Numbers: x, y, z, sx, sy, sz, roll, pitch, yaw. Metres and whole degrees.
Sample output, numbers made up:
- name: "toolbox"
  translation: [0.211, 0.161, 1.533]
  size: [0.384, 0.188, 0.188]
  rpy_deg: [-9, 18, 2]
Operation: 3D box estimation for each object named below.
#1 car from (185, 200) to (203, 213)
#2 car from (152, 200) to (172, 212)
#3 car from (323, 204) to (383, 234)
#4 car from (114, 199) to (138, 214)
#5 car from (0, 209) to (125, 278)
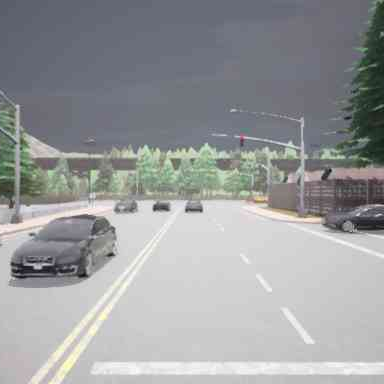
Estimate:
- name: "car"
  translation: [0.219, 1.549, 37.040]
  size: [1.994, 1.385, 4.181]
  rpy_deg: [0, 0, 0]
- name: "car"
  translation: [-3.429, 1.585, 38.184]
  size: [1.895, 1.301, 4.718]
  rpy_deg: [0, 0, 1]
- name: "car"
  translation: [9.782, 1.461, 18.182]
  size: [4.892, 1.490, 1.837]
  rpy_deg: [0, 1, 6]
- name: "car"
  translation: [-6.953, 1.478, 35.511]
  size: [2.128, 1.511, 4.902]
  rpy_deg: [0, 0, 1]
- name: "car"
  translation: [-3.569, 1.501, 10.151]
  size: [1.837, 1.490, 4.892]
  rpy_deg: [0, 0, 0]
